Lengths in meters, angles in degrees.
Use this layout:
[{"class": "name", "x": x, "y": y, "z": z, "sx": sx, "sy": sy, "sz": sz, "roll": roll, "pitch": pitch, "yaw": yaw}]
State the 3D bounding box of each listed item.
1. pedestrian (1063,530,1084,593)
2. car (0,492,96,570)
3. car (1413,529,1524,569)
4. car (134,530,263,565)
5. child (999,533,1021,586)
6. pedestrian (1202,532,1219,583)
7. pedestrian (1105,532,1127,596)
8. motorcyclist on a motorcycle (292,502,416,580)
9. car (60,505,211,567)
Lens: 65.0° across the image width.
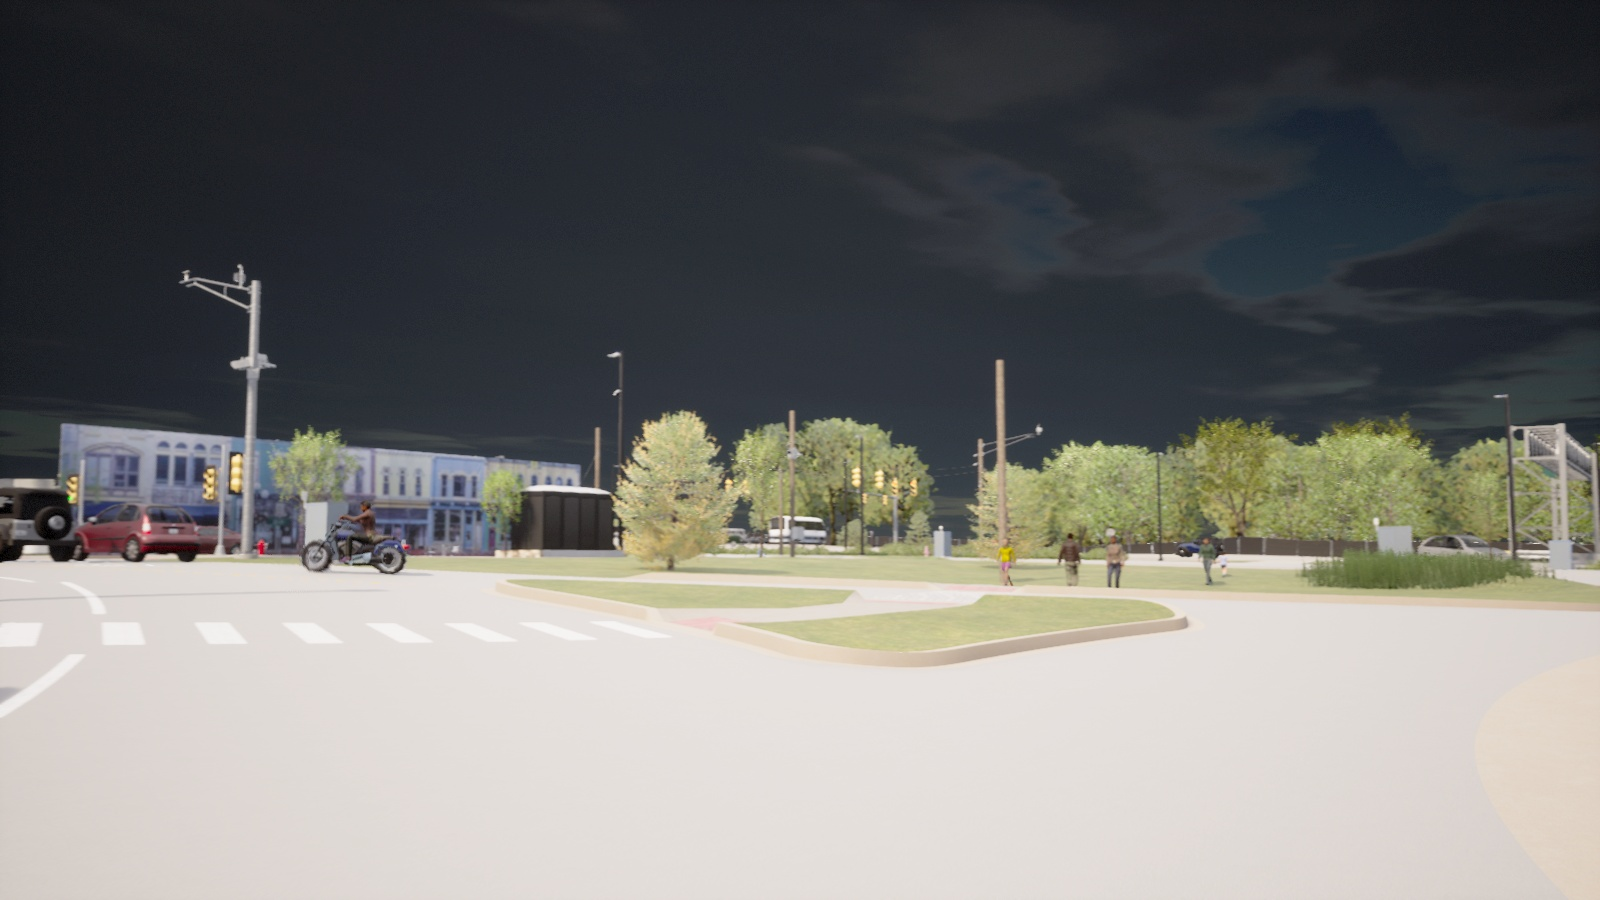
[{"class": "pedestrian", "x": 8.083, "y": 3.296, "z": 37.059, "sx": 0.431, "sy": 1.840, "sz": 0.703, "roll": -3, "pitch": -5, "yaw": 24}, {"class": "car", "x": -20.158, "y": 2.085, "z": 32.146, "sx": 3.866, "sy": 1.878, "sz": 1.905, "roll": -2, "pitch": -5, "yaw": 29}, {"class": "car", "x": 28.397, "y": 4.178, "z": 53.485, "sx": 1.851, "sy": 1.617, "sz": 3.988, "roll": 1, "pitch": -4, "yaw": -16}, {"class": "car", "x": -25.704, "y": 4.197, "z": 53.819, "sx": 1.812, "sy": 1.442, "sz": 4.674, "roll": -4, "pitch": -6, "yaw": 36}, {"class": "child", "x": 4.625, "y": 2.411, "z": 27.636, "sx": 0.299, "sy": 1.160, "sz": 0.473, "roll": -4, "pitch": -6, "yaw": 32}, {"class": "pedestrian", "x": 15.044, "y": 3.927, "z": 46.014, "sx": 0.353, "sy": 1.847, "sz": 0.614, "roll": -4, "pitch": -6, "yaw": 34}, {"class": "pedestrian", "x": 9.131, "y": 3.284, "z": 36.294, "sx": 0.328, "sy": 1.805, "sz": 0.869, "roll": -3, "pitch": -6, "yaw": 29}, {"class": "motorcyclist on a motorcycle", "x": -9.689, "y": 1.985, "z": 27.318, "sx": 2.350, "sy": 1.649, "sz": 0.766, "roll": 1, "pitch": -5, "yaw": 4}, {"class": "car", "x": -18.404, "y": 2.400, "z": 34.776, "sx": 3.988, "sy": 1.617, "sz": 1.851, "roll": -3, "pitch": -5, "yaw": 31}]
